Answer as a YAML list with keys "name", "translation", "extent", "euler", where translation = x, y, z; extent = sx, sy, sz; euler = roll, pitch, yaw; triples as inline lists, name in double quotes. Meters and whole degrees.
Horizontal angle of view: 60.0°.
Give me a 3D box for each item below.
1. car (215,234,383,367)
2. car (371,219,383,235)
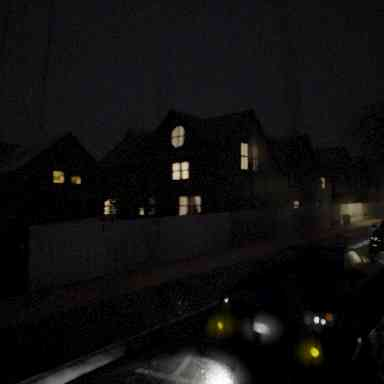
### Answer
- name: "car"
  translation: [2.247, 1.690, 6.059]
  extent: [1.994, 1.385, 4.181]
  euler: [-2, -2, 41]
- name: "car"
  translation: [8.829, 1.706, 13.832]
  extent: [1.837, 1.490, 4.892]
  euler: [-2, -2, 40]
